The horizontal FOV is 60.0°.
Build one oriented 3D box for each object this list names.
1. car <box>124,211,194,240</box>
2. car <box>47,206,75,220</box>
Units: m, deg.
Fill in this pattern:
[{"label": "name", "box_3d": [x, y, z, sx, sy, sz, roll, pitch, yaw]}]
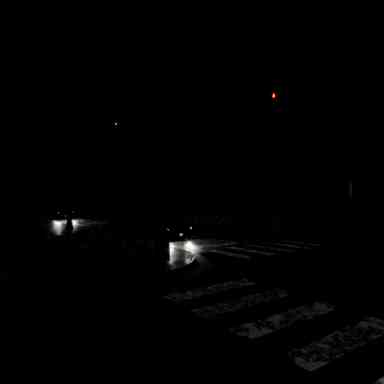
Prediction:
[{"label": "car", "box_3d": [-2.090, 1.821, 19.019, 2.033, 1.411, 5.357, 0, -1, -35]}, {"label": "car", "box_3d": [-14.340, 2.243, 36.277, 1.895, 1.301, 4.718, 0, -1, -35]}]
